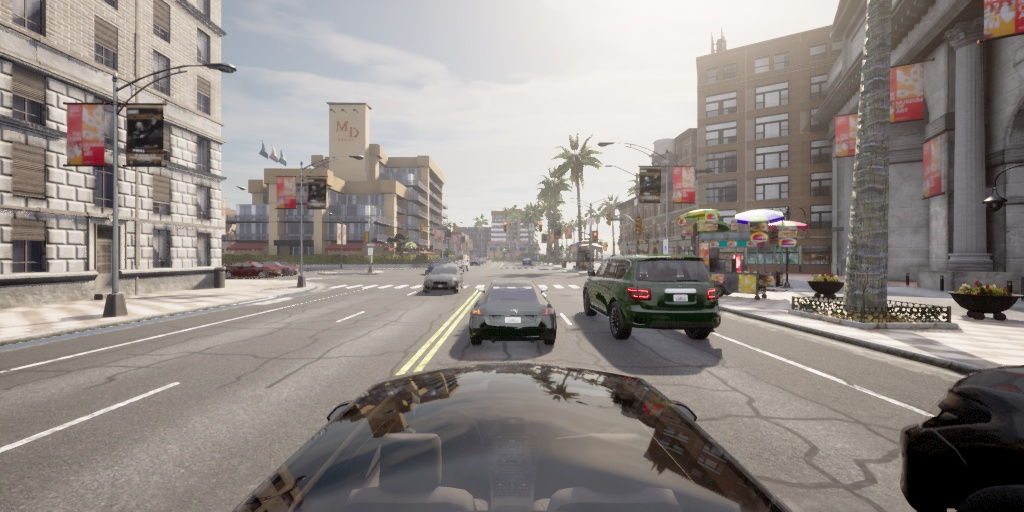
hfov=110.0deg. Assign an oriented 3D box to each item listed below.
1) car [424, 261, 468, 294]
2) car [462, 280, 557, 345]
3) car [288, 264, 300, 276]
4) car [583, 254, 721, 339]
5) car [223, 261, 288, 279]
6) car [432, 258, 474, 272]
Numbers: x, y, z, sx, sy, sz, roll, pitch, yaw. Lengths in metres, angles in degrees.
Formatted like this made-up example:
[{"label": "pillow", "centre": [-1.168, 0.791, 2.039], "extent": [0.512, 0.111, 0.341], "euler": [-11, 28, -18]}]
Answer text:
[{"label": "car", "centre": [-3.760, 1.255, 20.500], "extent": [1.837, 1.490, 4.892], "euler": [1, 0, -3]}, {"label": "car", "centre": [0.025, 1.314, 9.539], "extent": [1.994, 1.385, 4.181], "euler": [0, 0, 0]}, {"label": "car", "centre": [-23.735, 1.276, 35.944], "extent": [4.674, 1.442, 1.812], "euler": [0, 0, -1]}, {"label": "car", "centre": [3.526, 0.971, 10.176], "extent": [2.150, 2.045, 5.566], "euler": [0, 0, 0]}, {"label": "car", "centre": [-23.584, 1.228, 32.436], "extent": [5.008, 1.535, 1.882], "euler": [0, 0, -1]}, {"label": "car", "centre": [-7.046, 1.102, 39.828], "extent": [4.553, 1.767, 2.097], "euler": [0, 0, -36]}]
